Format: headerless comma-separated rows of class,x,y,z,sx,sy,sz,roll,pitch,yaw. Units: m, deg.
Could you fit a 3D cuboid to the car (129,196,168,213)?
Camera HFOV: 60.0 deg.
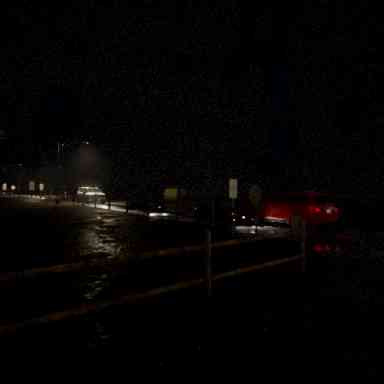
car,-3.829,1.047,28.925,1.994,1.385,4.181,1,1,-36

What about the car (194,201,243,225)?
car,1.893,1.245,20.932,1.994,1.385,4.181,1,1,-34

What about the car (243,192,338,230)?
car,5.694,1.032,19.305,2.150,2.045,5.566,0,1,-29

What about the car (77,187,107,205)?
car,-12.445,0.433,41.026,2.150,2.045,5.566,1,1,-36
